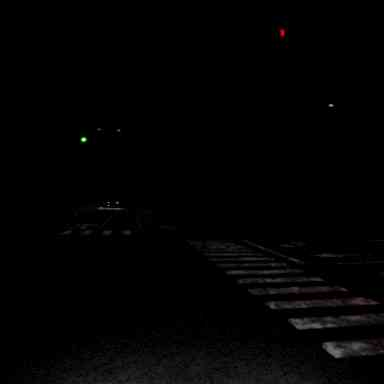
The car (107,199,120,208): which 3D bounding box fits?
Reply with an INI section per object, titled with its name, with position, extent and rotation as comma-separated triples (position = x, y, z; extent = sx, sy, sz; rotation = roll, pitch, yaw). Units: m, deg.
[car]
position = -14.749, 2.062, 62.674
extent = 2.097, 1.767, 4.553
rotation = 1, -1, -10
